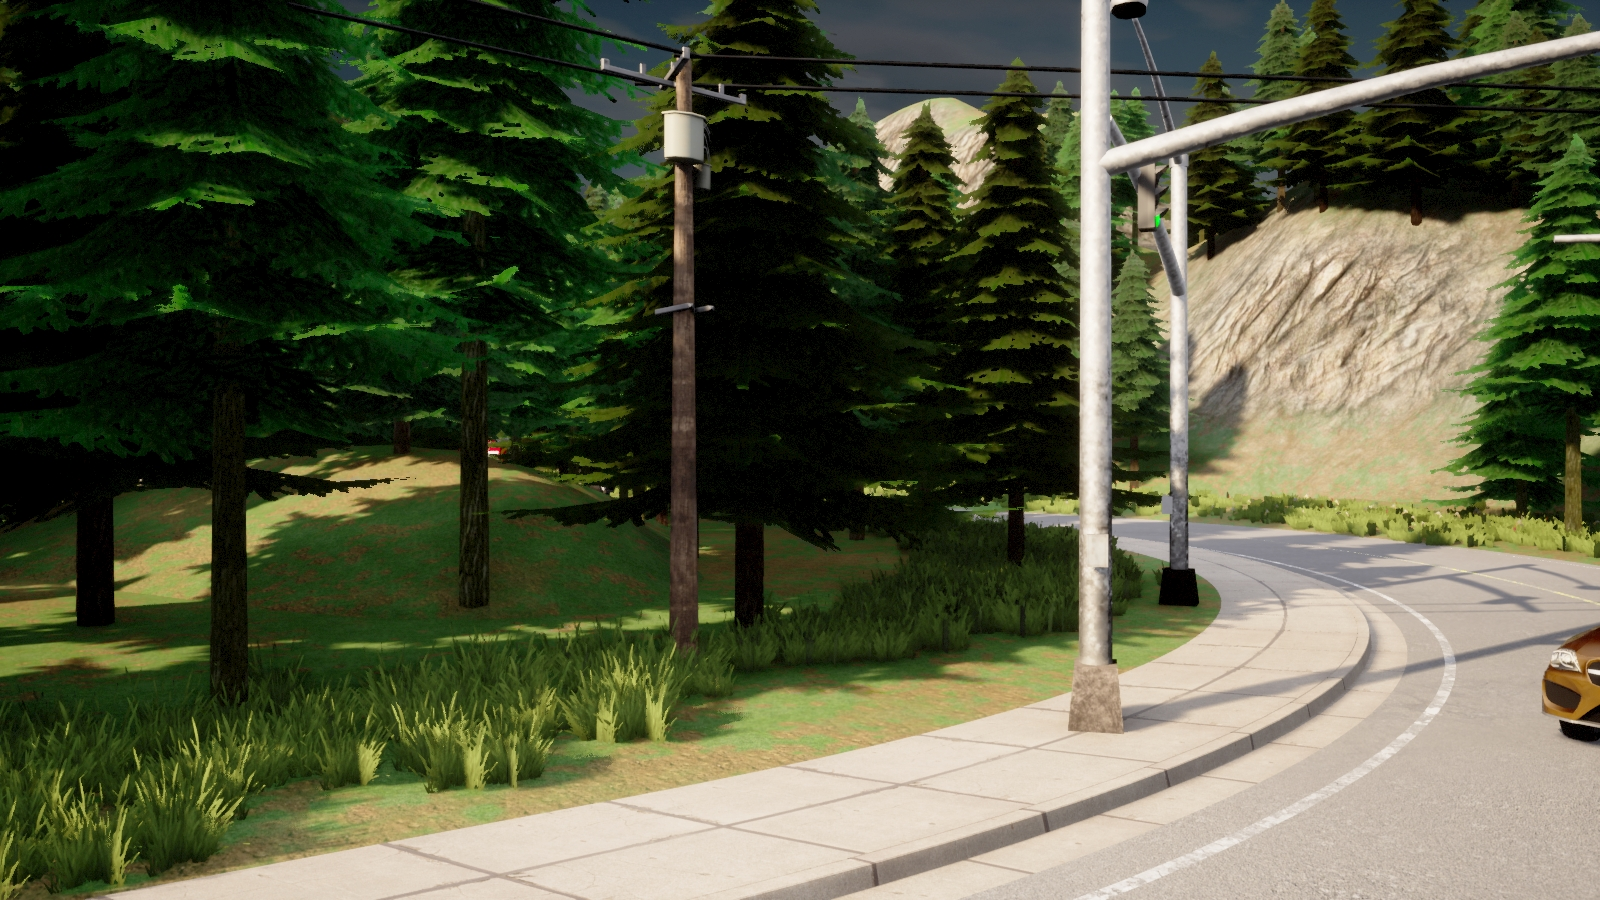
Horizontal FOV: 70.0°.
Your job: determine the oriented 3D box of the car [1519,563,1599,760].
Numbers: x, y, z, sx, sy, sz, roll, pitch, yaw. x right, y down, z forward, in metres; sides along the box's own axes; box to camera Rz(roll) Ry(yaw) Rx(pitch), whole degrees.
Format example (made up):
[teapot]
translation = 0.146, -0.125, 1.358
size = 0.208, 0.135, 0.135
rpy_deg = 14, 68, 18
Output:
[car]
translation = 9.577, 1.970, 11.147
size = 5.027, 1.651, 2.152
rpy_deg = 0, 0, -29
